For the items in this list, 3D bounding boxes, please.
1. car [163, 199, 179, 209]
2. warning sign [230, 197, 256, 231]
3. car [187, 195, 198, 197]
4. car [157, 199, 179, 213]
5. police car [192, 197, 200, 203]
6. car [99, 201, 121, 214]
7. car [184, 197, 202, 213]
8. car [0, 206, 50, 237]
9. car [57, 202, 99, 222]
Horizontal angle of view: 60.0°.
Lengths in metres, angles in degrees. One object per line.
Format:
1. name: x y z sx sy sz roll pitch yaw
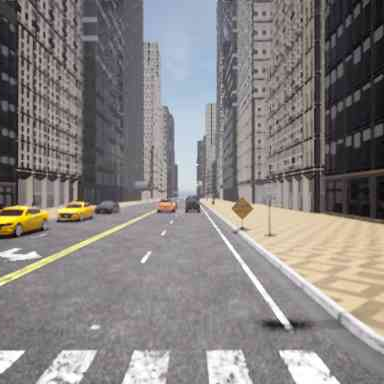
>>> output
1. car: -3.164 1.811 51.532 2.128 1.511 4.902 0 0 0
2. warning sign: 2.860 1.217 18.913 1.300 1.860 1.060 0 0 0
3. car: 0.088 1.544 51.768 2.150 2.045 5.566 0 0 0
4. car: -3.136 1.595 41.341 2.097 1.767 4.553 0 0 0
5. police car: 1.002 2.069 89.026 1.930 1.638 5.238 0 -1 0
6. car: -9.793 1.772 39.132 2.033 1.411 5.357 0 0 1
7. car: 0.113 1.751 41.560 1.837 1.490 4.892 0 0 0
8. car: -9.845 1.573 18.803 1.882 1.535 5.008 0 0 0
9. car: -9.837 1.631 28.485 1.882 1.535 5.008 0 0 0
